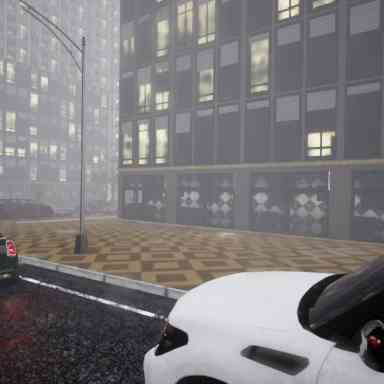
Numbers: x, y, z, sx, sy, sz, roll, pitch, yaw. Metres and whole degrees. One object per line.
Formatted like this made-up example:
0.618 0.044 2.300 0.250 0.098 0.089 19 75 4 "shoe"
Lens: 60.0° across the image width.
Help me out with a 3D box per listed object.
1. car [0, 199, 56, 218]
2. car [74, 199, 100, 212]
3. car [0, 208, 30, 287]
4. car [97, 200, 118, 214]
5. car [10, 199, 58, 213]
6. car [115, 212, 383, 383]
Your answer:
-15.199 1.518 30.221 2.192 1.841 5.009 1 0 36 "car"
-12.877 1.717 43.135 1.837 1.490 4.892 1 0 36 "car"
-6.237 1.348 8.106 4.553 1.767 2.097 0 0 35 "car"
-8.417 1.829 39.444 1.752 1.417 4.829 1 0 36 "car"
-18.712 1.641 39.590 1.752 1.417 4.829 1 0 36 "car"
2.232 1.222 2.091 5.566 2.045 2.150 0 0 36 "car"
